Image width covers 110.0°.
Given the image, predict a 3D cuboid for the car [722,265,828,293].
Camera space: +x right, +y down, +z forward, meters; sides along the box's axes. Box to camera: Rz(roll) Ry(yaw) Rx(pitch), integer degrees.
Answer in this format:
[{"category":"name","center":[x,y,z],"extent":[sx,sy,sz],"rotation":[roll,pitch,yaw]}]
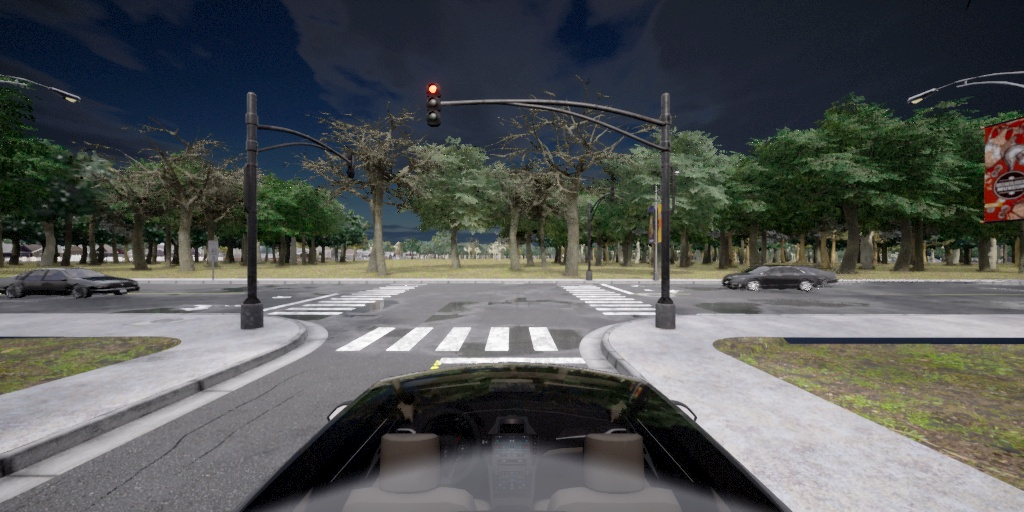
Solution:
[{"category":"car","center":[14.748,1.271,20.590],"extent":[4.892,1.490,1.837],"rotation":[0,0,0]}]

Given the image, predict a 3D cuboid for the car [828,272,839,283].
[{"category":"car","center":[18.428,1.315,23.844],"extent":[5.357,1.411,2.033],"rotation":[0,0,0]}]

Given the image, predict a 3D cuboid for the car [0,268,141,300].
[{"category":"car","center":[-21.206,1.276,17.105],"extent":[5.357,1.411,2.033],"rotation":[0,0,0]}]
